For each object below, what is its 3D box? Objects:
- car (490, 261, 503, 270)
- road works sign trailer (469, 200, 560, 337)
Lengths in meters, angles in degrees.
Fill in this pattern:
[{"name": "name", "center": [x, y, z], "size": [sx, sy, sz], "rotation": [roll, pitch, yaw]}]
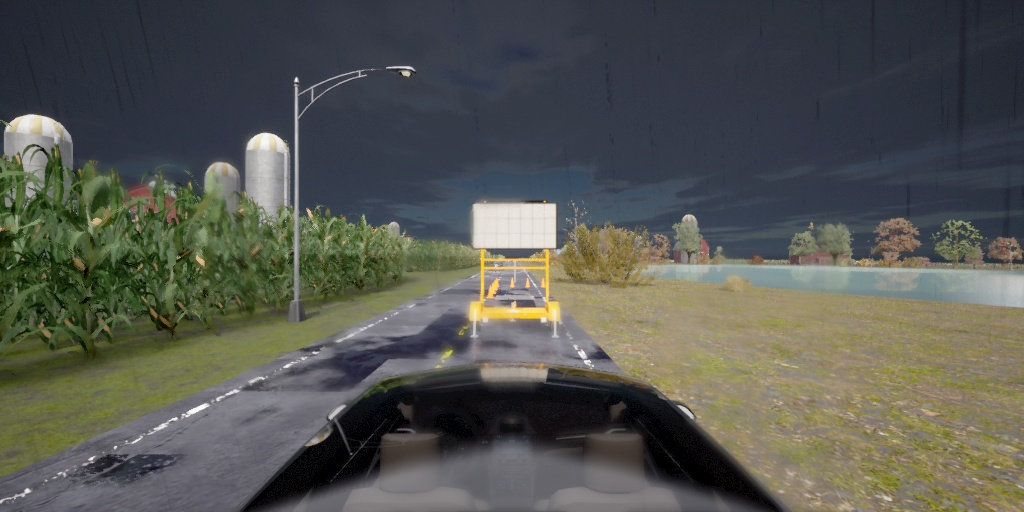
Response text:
[{"name": "car", "center": [-2.306, 1.314, 53.931], "size": [2.128, 1.511, 4.902], "rotation": [0, 0, 0]}, {"name": "road works sign trailer", "center": [0.081, 0.217, 10.239], "size": [2.380, 3.560, 2.880], "rotation": [0, 0, 0]}]
